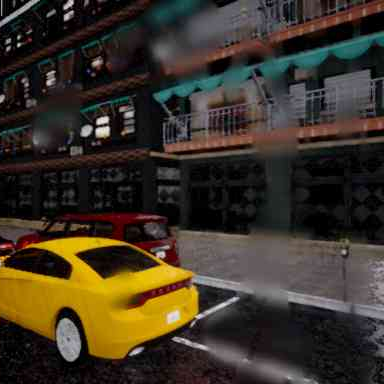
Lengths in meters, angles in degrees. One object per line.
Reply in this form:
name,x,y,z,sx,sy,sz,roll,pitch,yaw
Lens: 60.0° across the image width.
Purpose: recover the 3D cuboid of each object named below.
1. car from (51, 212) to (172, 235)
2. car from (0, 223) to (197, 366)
car,-2.585,1.440,8.531,5.009,1.841,2.192,0,-1,37
car,-2.237,1.566,6.029,5.008,1.535,1.882,0,-1,37
